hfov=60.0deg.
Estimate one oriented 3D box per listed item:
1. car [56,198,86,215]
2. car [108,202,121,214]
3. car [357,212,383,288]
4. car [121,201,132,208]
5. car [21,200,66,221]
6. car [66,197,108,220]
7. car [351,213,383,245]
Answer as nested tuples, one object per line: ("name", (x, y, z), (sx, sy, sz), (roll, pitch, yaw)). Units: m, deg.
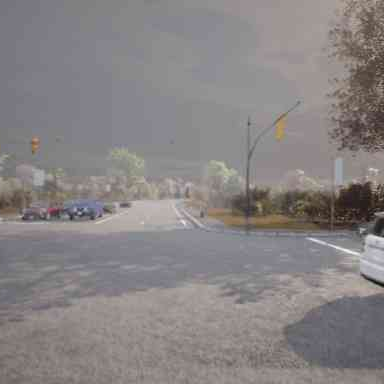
("car", (-13.774, 1.632, 38.144), (2.097, 1.767, 4.553), (1, -1, -4))
("car", (-10.505, 1.933, 41.161), (2.033, 1.411, 5.357), (1, -1, -4))
("car", (6.633, 1.462, 7.190), (5.566, 2.045, 2.150), (1, -1, -1))
("car", (-11.913, 2.229, 59.949), (1.895, 1.301, 4.718), (1, -1, -4))
("car", (-13.118, 1.517, 29.239), (2.097, 1.767, 4.553), (1, -1, -3))
("car", (-9.694, 1.477, 30.891), (2.150, 2.045, 5.566), (1, -1, -4))
("car", (11.520, 1.974, 17.902), (4.902, 1.511, 2.128), (1, -1, -1))
